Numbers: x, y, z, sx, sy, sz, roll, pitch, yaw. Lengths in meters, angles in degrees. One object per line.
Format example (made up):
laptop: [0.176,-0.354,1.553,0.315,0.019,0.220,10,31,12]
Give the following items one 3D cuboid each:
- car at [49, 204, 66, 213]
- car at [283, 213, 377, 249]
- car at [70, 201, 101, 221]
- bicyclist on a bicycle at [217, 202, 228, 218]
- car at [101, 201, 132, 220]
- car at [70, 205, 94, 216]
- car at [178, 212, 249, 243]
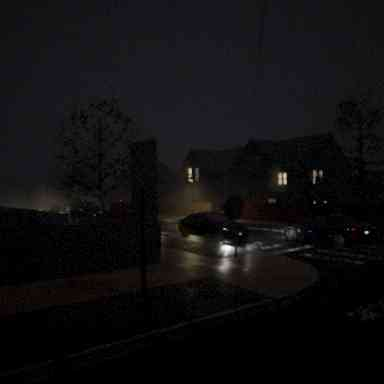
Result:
car: [-22.864,2.841,56.535,1.812,1.442,4.674,-1,-1,-36]
car: [6.279,1.690,15.564,1.994,1.385,4.181,-1,-1,-29]
car: [-11.234,2.015,35.243,2.150,2.045,5.566,-1,-1,-35]
bicyclist on a bicycle: [2.484,1.631,26.126,1.656,1.620,0.582,-2,0,-36]
car: [-5.024,1.762,26.563,2.150,2.045,5.566,-1,-1,-35]
car: [-15.161,2.528,45.784,1.812,1.442,4.674,-1,-1,-36]
car: [0.999,1.822,18.158,1.812,1.442,4.674,-1,-1,-36]
